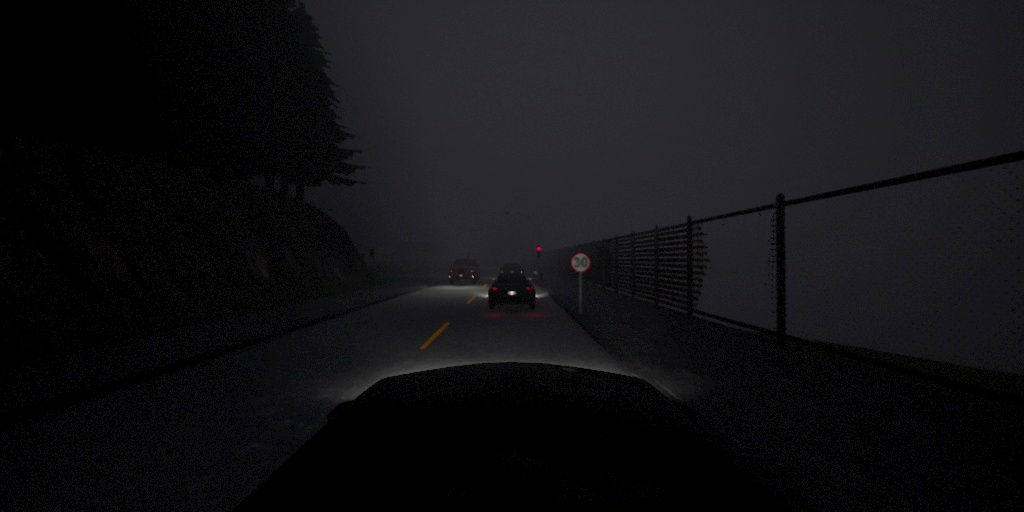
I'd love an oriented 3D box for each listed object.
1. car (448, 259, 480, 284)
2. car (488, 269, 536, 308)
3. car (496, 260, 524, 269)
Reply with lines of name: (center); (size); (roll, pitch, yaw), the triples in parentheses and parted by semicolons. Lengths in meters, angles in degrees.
car: (-4.004, 1.229, 30.917); (2.150, 2.045, 5.566); (0, -1, 0)
car: (0.002, 1.449, 16.147); (1.994, 1.385, 4.181); (0, 0, 0)
car: (0.002, 1.373, 30.935); (2.097, 1.767, 4.553); (0, -1, 0)
